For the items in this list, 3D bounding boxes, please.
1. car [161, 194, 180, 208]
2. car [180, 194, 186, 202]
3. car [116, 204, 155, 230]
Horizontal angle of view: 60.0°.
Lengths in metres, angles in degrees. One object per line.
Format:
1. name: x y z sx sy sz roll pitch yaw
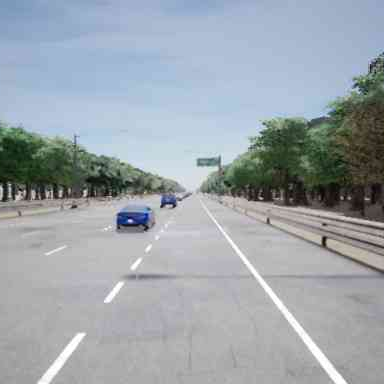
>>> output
1. car: -3.362 1.244 49.128 2.150 2.045 5.566 0 0 0
2. car: -3.140 1.609 80.285 1.895 1.301 4.718 0 0 0
3. car: -3.473 1.487 21.181 1.882 1.535 5.008 0 0 0
